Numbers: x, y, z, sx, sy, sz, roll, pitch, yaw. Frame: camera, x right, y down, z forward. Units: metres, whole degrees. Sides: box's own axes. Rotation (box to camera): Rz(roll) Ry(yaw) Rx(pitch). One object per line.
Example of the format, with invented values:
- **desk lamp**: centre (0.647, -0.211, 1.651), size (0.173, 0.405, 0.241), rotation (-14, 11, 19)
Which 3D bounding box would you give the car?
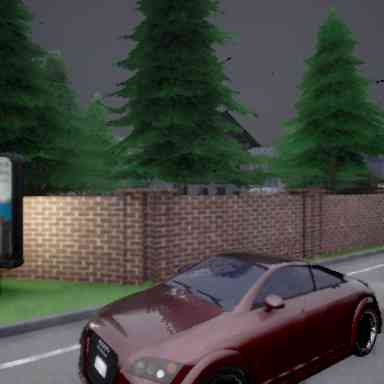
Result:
- **car**: centre (0.709, 1.563, 4.490), size (4.181, 1.385, 1.994), rotation (0, 0, -35)
